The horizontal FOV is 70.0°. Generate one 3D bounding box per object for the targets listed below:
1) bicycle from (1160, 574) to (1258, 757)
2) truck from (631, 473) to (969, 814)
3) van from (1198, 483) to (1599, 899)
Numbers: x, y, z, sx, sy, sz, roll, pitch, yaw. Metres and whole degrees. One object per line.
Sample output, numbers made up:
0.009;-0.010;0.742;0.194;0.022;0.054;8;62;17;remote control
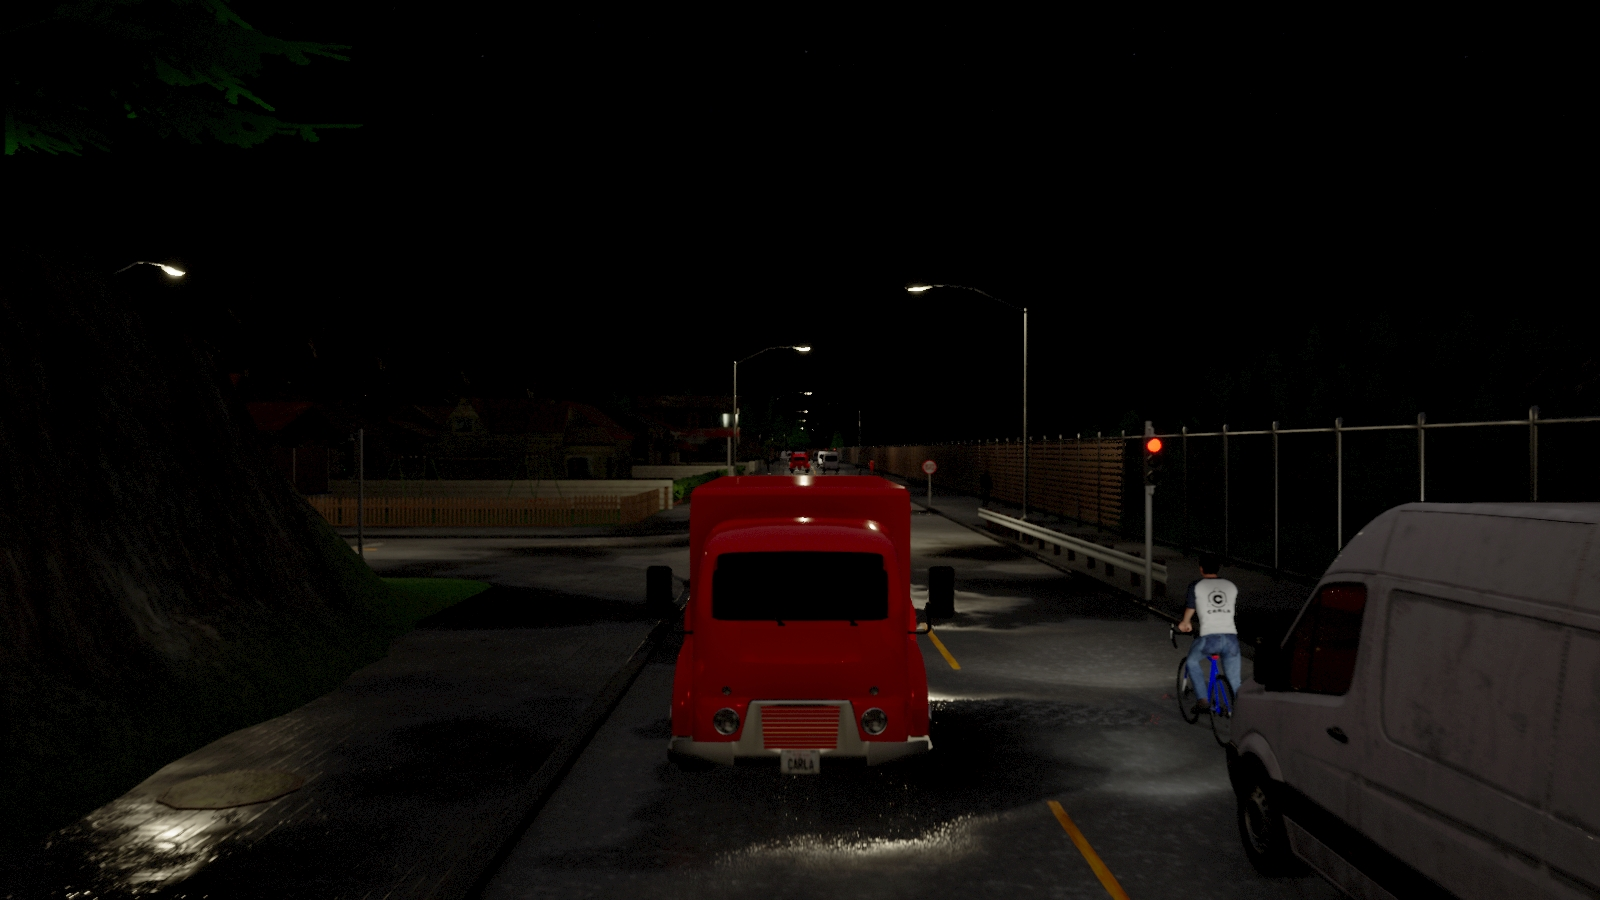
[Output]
3.993;2.056;11.254;0.373;1.496;1.643;0;0;0;bicycle
-0.001;1.555;11.481;2.627;2.467;5.204;0;1;0;truck
4.003;1.535;5.672;1.988;2.561;5.915;0;0;0;van
